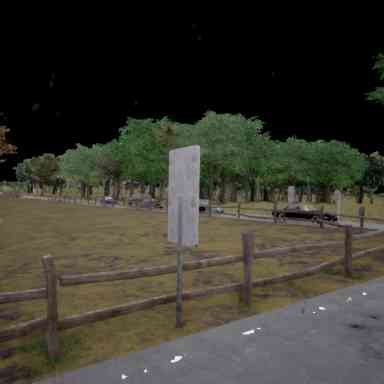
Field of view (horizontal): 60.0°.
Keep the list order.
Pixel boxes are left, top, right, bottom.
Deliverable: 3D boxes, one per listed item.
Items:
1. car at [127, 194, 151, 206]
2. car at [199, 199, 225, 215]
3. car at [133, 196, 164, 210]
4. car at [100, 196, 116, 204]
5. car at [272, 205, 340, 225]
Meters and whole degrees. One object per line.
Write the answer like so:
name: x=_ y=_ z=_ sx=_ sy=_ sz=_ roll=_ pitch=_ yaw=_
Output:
car: x=-8.366 y=1.301 z=52.885 sx=2.150 sy=2.045 sz=5.566 roll=2 pitch=-1 yaw=-36
car: x=1.398 y=1.505 z=34.153 sx=2.128 sy=1.511 sz=4.902 roll=2 pitch=-1 yaw=-36
car: x=-5.457 y=1.571 z=43.707 sx=1.994 sy=1.385 sz=4.181 roll=2 pitch=-1 yaw=-39
car: x=-16.051 y=1.577 z=63.596 sx=1.812 sy=1.442 sz=4.674 roll=2 pitch=-1 yaw=-35
car: x=8.291 y=1.618 z=24.510 sx=1.895 sy=1.301 sz=4.718 roll=2 pitch=-1 yaw=-36
